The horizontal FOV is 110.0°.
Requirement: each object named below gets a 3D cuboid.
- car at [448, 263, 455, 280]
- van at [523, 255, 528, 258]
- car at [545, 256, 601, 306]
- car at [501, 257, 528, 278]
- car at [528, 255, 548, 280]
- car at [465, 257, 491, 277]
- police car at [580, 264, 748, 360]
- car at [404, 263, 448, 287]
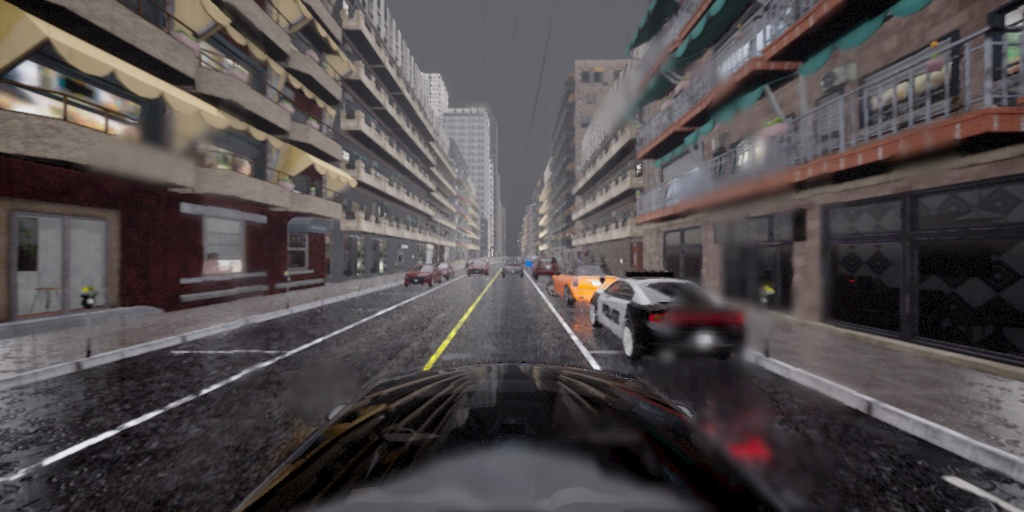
[{"bbox_3d":[-5.682,1.213,29.145,1.802,1.307,4.207,0,0,0],"label":"car"},{"bbox_3d":[2.705,0.879,51.874,1.690,1.789,3.998,0,0,0],"label":"van"},{"bbox_3d":[2.982,1.041,15.524,2.097,1.767,4.553,0,0,-5],"label":"car"},{"bbox_3d":[0.073,1.110,32.278,2.128,1.511,4.902,0,0,0],"label":"car"},{"bbox_3d":[2.698,0.946,29.145,2.192,1.841,5.009,0,0,0],"label":"car"},{"bbox_3d":[-3.085,1.088,34.015,1.882,1.535,5.008,0,0,0],"label":"car"},{"bbox_3d":[3.136,1.145,8.394,1.930,1.638,5.238,0,0,0],"label":"police car"},{"bbox_3d":[-5.683,1.200,23.463,1.888,1.381,4.507,0,0,0],"label":"car"}]
